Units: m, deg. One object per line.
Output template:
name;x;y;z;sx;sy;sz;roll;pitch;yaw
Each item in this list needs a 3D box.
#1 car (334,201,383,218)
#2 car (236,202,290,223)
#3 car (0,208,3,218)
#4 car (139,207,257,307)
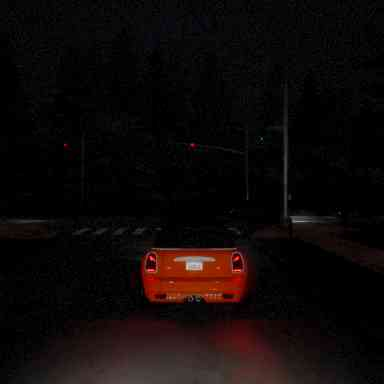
car;14.342;1.438;27.357;4.718;1.301;1.895;0;0;0
car;4.759;1.400;23.623;4.181;1.385;1.994;0;0;0
car;-16.073;1.315;23.558;5.008;1.535;1.882;0;0;0
car;0.050;1.352;8.115;2.097;1.767;4.553;0;0;0
